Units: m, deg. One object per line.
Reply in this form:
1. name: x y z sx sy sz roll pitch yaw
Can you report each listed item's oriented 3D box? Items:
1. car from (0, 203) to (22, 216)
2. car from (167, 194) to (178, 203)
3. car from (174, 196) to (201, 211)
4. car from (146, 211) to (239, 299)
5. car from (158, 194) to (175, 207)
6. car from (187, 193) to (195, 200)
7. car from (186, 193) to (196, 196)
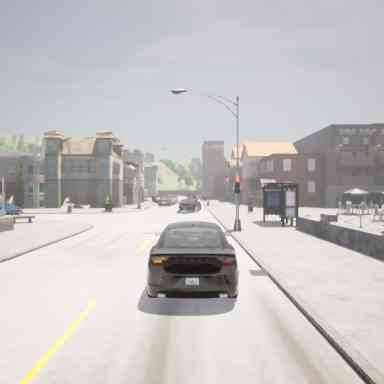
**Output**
1. car: -16.842 1.478 27.700 5.008 1.535 1.882 0 0 -1
2. car: -4.190 1.355 71.142 2.097 1.767 4.553 0 0 0
3. car: -0.228 1.505 37.278 1.837 1.490 4.892 2 0 12
4. car: 0.028 1.478 8.534 1.882 1.535 5.008 0 0 0
5. car: -4.232 1.491 51.979 2.128 1.511 4.902 0 0 0
6. car: -0.233 1.187 87.021 2.097 1.767 4.553 0 0 0
7. car: -0.205 1.217 76.661 2.150 2.045 5.566 0 0 0
